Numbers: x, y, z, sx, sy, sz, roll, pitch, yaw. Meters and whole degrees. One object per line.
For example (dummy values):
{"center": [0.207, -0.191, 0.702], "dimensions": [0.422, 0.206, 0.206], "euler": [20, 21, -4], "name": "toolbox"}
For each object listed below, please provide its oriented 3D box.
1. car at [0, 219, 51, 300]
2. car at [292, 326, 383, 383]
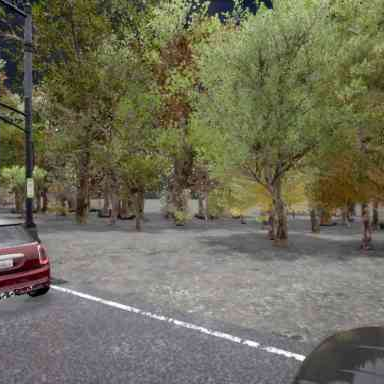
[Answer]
{"center": [-5.195, 1.350, 7.379], "dimensions": [4.553, 1.767, 2.097], "euler": [0, 1, 35], "name": "car"}
{"center": [2.944, 1.497, 1.588], "dimensions": [4.892, 1.490, 1.837], "euler": [0, 1, 36], "name": "car"}
